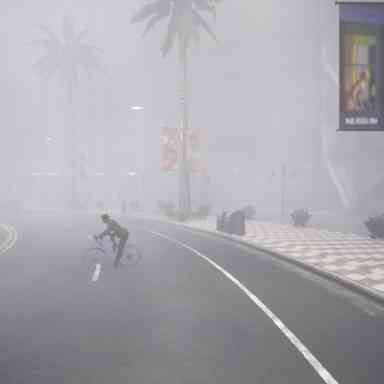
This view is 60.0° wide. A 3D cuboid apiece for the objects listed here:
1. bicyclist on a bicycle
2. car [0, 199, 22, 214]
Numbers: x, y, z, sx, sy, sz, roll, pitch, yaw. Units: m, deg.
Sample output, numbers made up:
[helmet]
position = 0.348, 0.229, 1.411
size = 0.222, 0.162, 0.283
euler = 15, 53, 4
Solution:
[bicyclist on a bicycle]
position = -2.338, 1.455, 9.688
size = 1.656, 1.620, 0.582
euler = -2, 0, -12
[car]
position = -20.329, 1.491, 35.751
size = 4.902, 1.511, 2.128
euler = 0, 0, 33
